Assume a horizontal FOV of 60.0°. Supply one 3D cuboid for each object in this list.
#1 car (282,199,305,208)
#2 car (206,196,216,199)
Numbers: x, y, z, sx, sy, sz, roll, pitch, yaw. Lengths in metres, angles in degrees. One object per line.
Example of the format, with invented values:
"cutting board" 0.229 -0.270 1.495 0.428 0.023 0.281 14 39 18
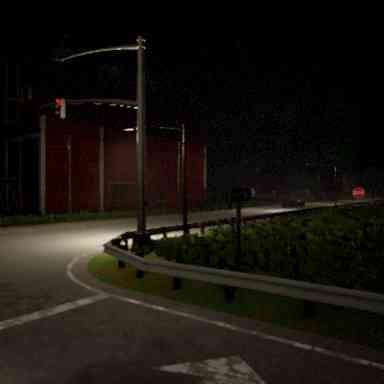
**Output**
"car" 14.498 1.676 47.463 1.895 1.301 4.718 0 0 37
"car" 4.125 1.666 79.508 1.816 1.474 4.193 0 0 36
